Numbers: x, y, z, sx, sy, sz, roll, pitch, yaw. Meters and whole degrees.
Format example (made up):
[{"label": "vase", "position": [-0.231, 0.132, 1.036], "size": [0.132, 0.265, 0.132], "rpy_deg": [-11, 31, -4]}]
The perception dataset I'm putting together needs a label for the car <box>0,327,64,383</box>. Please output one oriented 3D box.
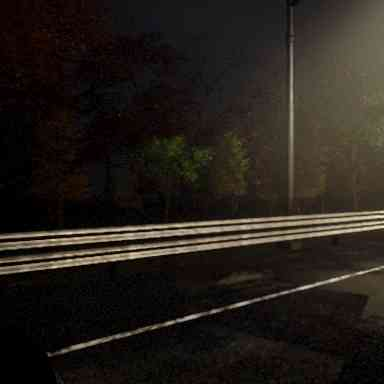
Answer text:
[{"label": "car", "position": [-3.055, 1.594, 1.567], "size": [4.718, 1.301, 1.895], "rpy_deg": [0, 0, -35]}]
